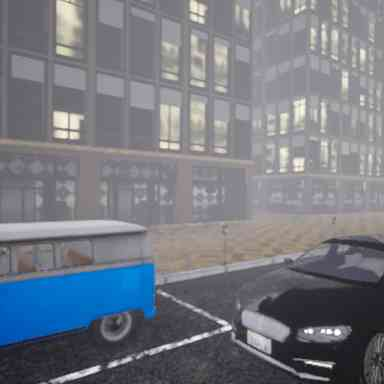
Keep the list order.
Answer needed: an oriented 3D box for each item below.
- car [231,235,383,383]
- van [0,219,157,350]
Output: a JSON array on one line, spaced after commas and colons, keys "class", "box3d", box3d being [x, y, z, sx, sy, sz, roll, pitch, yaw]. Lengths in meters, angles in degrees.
[{"class": "car", "box3d": [2.791, 1.514, 5.357, 4.902, 1.511, 2.128, 0, 0, -35]}, {"class": "van", "box3d": [-2.469, 1.344, 4.793, 3.998, 1.788, 1.690, 0, 0, -35]}]
